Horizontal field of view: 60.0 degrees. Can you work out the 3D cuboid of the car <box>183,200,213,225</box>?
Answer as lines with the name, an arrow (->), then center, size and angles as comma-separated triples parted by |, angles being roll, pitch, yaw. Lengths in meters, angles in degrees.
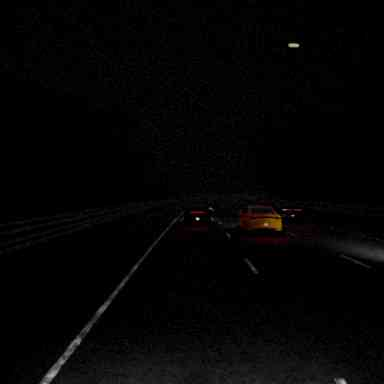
car -> 0.438, 1.551, 24.625 | 1.837, 1.490, 4.892 | 0, 0, 1

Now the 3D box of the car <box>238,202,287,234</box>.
car -> 3.820, 1.510, 19.443 | 1.882, 1.535, 5.008 | 0, 0, 1

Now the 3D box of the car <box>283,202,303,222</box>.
car -> 7.503, 1.550, 26.961 | 2.128, 1.511, 4.902 | 0, 0, 2
